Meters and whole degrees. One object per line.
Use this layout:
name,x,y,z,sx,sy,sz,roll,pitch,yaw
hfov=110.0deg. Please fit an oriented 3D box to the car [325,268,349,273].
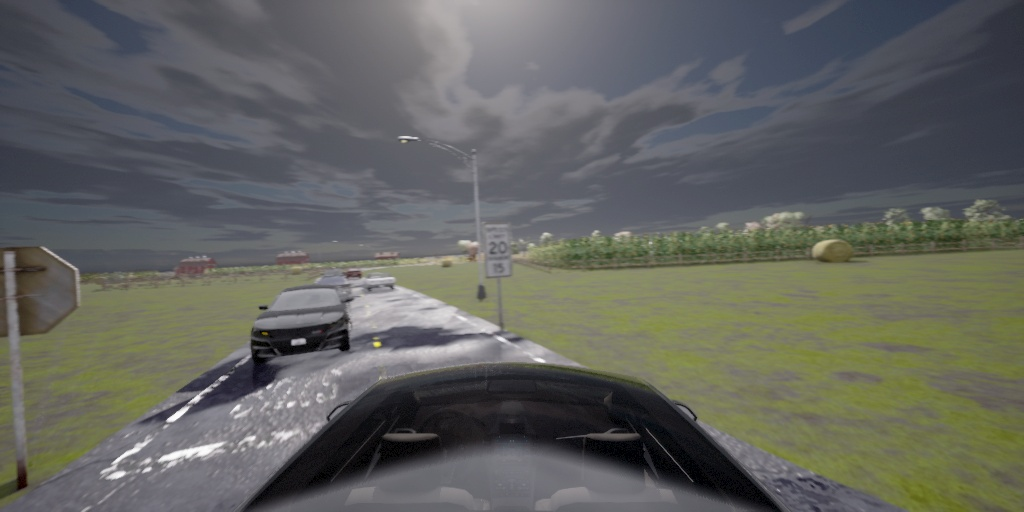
car,-18.615,2.098,37.385,2.097,1.767,4.553,-3,0,-28

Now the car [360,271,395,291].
car,-10.240,1.893,27.446,1.895,1.301,4.718,-3,0,-26

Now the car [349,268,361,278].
car,-22.063,2.403,49.889,1.882,1.535,5.008,-3,0,-28

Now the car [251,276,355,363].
car,-5.294,1.510,9.507,1.882,1.535,5.008,-3,0,-23

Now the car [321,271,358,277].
car,-10.121,1.839,20.386,2.033,1.411,5.357,-3,0,-25
